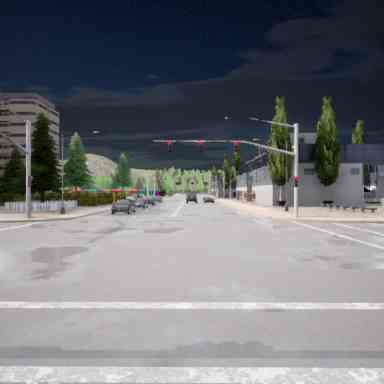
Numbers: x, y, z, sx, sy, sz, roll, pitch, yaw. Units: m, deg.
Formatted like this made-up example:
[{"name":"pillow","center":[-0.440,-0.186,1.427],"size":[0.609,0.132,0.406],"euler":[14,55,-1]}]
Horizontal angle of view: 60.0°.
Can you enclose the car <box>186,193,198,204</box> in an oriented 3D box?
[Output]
[{"name":"car","center":[-0.037,1.221,66.181],"size":[2.150,2.045,5.566],"euler":[0,0,0]}]

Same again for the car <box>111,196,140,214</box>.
[{"name":"car","center":[-7.137,1.505,35.034],"size":[1.837,1.490,4.892],"euler":[0,0,1]}]

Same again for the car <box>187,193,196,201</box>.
[{"name":"car","center":[-0.043,1.210,76.803],"size":[2.097,1.767,4.553],"euler":[0,0,0]}]

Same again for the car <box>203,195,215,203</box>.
[{"name":"car","center":[3.462,1.601,66.557],"size":[1.895,1.301,4.718],"euler":[0,0,0]}]

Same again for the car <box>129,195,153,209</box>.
[{"name":"car","center":[-7.114,1.492,45.482],"size":[2.128,1.511,4.902],"euler":[0,0,0]}]

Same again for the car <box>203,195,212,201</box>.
[{"name":"car","center":[3.457,1.450,76.865],"size":[1.895,1.301,4.718],"euler":[0,0,0]}]

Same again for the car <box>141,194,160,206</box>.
[{"name":"car","center":[-7.114,1.547,56.090],"size":[2.033,1.411,5.357],"euler":[0,0,0]}]

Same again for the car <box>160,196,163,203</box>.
[{"name":"car","center":[-7.050,1.505,67.738],"size":[1.837,1.490,4.892],"euler":[0,0,0]}]
